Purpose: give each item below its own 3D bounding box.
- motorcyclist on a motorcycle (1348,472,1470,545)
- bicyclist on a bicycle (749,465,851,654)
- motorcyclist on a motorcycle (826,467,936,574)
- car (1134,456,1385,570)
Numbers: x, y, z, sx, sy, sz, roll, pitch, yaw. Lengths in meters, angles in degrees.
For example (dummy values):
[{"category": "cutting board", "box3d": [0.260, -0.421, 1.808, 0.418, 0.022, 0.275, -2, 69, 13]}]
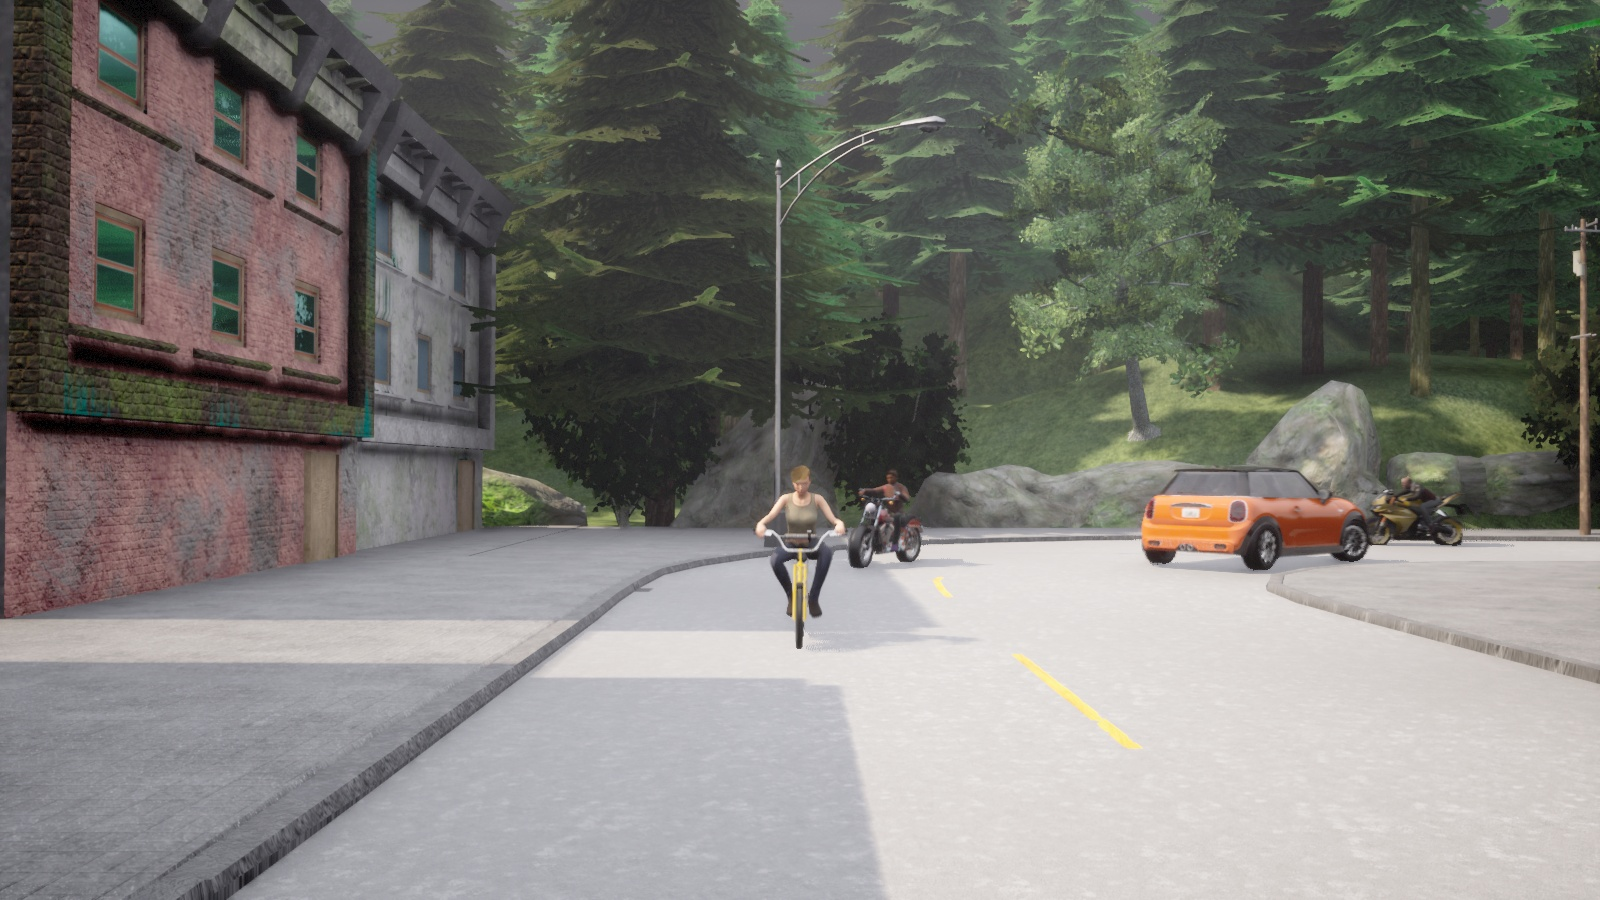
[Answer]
[{"category": "motorcyclist on a motorcycle", "box3d": [13.094, 1.250, 27.039, 2.191, 1.530, 0.866, 0, -1, -1]}, {"category": "bicyclist on a bicycle", "box3d": [0.012, 0.943, 11.450, 0.866, 1.612, 1.509, 0, -1, 1]}, {"category": "motorcyclist on a motorcycle", "box3d": [1.368, 1.110, 20.785, 0.766, 1.649, 2.350, 1, 0, 32]}, {"category": "car", "box3d": [8.001, 1.006, 21.699, 4.553, 1.767, 2.097, 1, -1, -41]}]
